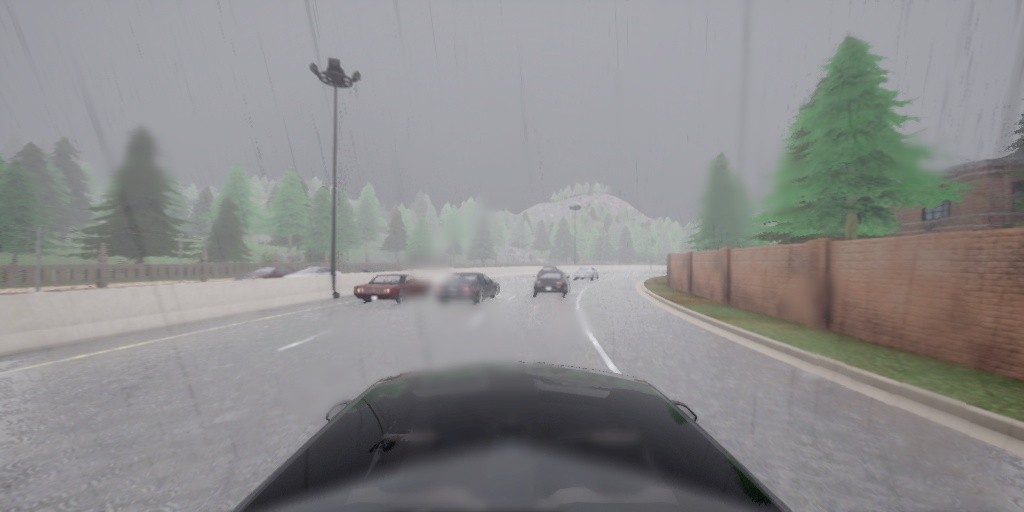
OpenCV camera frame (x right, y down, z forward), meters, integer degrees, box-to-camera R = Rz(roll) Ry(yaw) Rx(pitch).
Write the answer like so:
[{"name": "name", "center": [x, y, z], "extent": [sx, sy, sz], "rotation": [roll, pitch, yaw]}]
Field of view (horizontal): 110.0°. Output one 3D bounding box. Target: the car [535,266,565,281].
[{"name": "car", "center": [4.049, 1.777, 37.330], "extent": [1.812, 1.442, 4.674], "rotation": [0, -1, 23]}]

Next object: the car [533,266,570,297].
[{"name": "car", "center": [2.373, 1.547, 20.897], "extent": [1.812, 1.442, 4.674], "rotation": [0, -1, 12]}]

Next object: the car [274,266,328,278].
[{"name": "car", "center": [-14.508, 1.500, 26.289], "extent": [1.812, 1.442, 4.674], "rotation": [0, -1, 13]}]

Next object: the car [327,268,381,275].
[{"name": "car", "center": [-10.887, 1.603, 26.434], "extent": [1.895, 1.301, 4.718], "rotation": [0, -1, 14]}]

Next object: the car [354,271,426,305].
[{"name": "car", "center": [-5.473, 1.521, 17.393], "extent": [1.895, 1.301, 4.718], "rotation": [0, -1, 9]}]

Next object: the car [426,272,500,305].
[{"name": "car", "center": [-1.984, 1.490, 17.242], "extent": [2.033, 1.411, 5.357], "rotation": [0, -1, 10]}]

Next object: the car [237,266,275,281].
[{"name": "car", "center": [-17.953, 1.484, 26.916], "extent": [1.812, 1.442, 4.674], "rotation": [0, -1, 13]}]

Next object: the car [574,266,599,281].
[{"name": "car", "center": [7.714, 1.799, 37.035], "extent": [1.812, 1.442, 4.674], "rotation": [0, -1, 23]}]
